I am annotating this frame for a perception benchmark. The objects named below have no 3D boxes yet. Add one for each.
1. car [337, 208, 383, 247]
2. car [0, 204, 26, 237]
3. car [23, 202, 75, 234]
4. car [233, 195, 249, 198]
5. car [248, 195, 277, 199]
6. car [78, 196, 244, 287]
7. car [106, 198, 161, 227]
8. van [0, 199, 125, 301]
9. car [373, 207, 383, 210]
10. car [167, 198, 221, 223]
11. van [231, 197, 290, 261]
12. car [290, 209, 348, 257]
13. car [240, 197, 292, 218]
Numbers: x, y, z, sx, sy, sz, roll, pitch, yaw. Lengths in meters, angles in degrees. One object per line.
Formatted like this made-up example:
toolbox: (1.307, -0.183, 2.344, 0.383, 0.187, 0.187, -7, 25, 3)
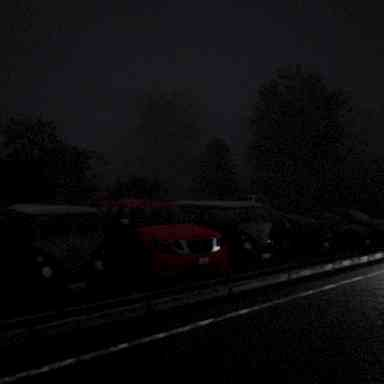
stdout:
car: (5.492, 1.557, 14.917, 2.163, 1.488, 4.792, 0, 0, -35)
car: (-11.181, 1.523, 19.176, 2.097, 1.535, 5.008, 0, 0, -35)
car: (-9.115, 1.521, 20.861, 1.946, 1.575, 5.366, 0, 0, -35)
car: (2.336, 1.402, 28.785, 2.185, 1.767, 4.553, 0, 0, -35)
car: (4.712, 1.277, 30.465, 2.435, 2.045, 5.566, 0, 0, -35)
car: (-1.322, 1.274, 10.090, 2.435, 2.045, 5.566, 0, 0, -35)
car: (-4.343, 1.400, 23.976, 2.185, 1.767, 4.553, 0, 0, -35)
van: (-3.541, 1.298, 8.409, 1.878, 1.987, 4.442, 0, 0, -35)
car: (7.744, 1.568, 16.551, 2.002, 1.452, 4.674, 0, 0, -35)
car: (0.064, 1.401, 27.175, 2.185, 1.767, 4.553, 0, 0, -35)
van: (0.899, 1.300, 11.555, 1.878, 1.987, 4.442, 0, 0, -35)
car: (3.208, 1.528, 13.326, 2.231, 1.521, 4.892, 0, 0, -35)
car: (7.020, 1.404, 32.027, 2.185, 1.767, 4.553, 0, 0, -35)
